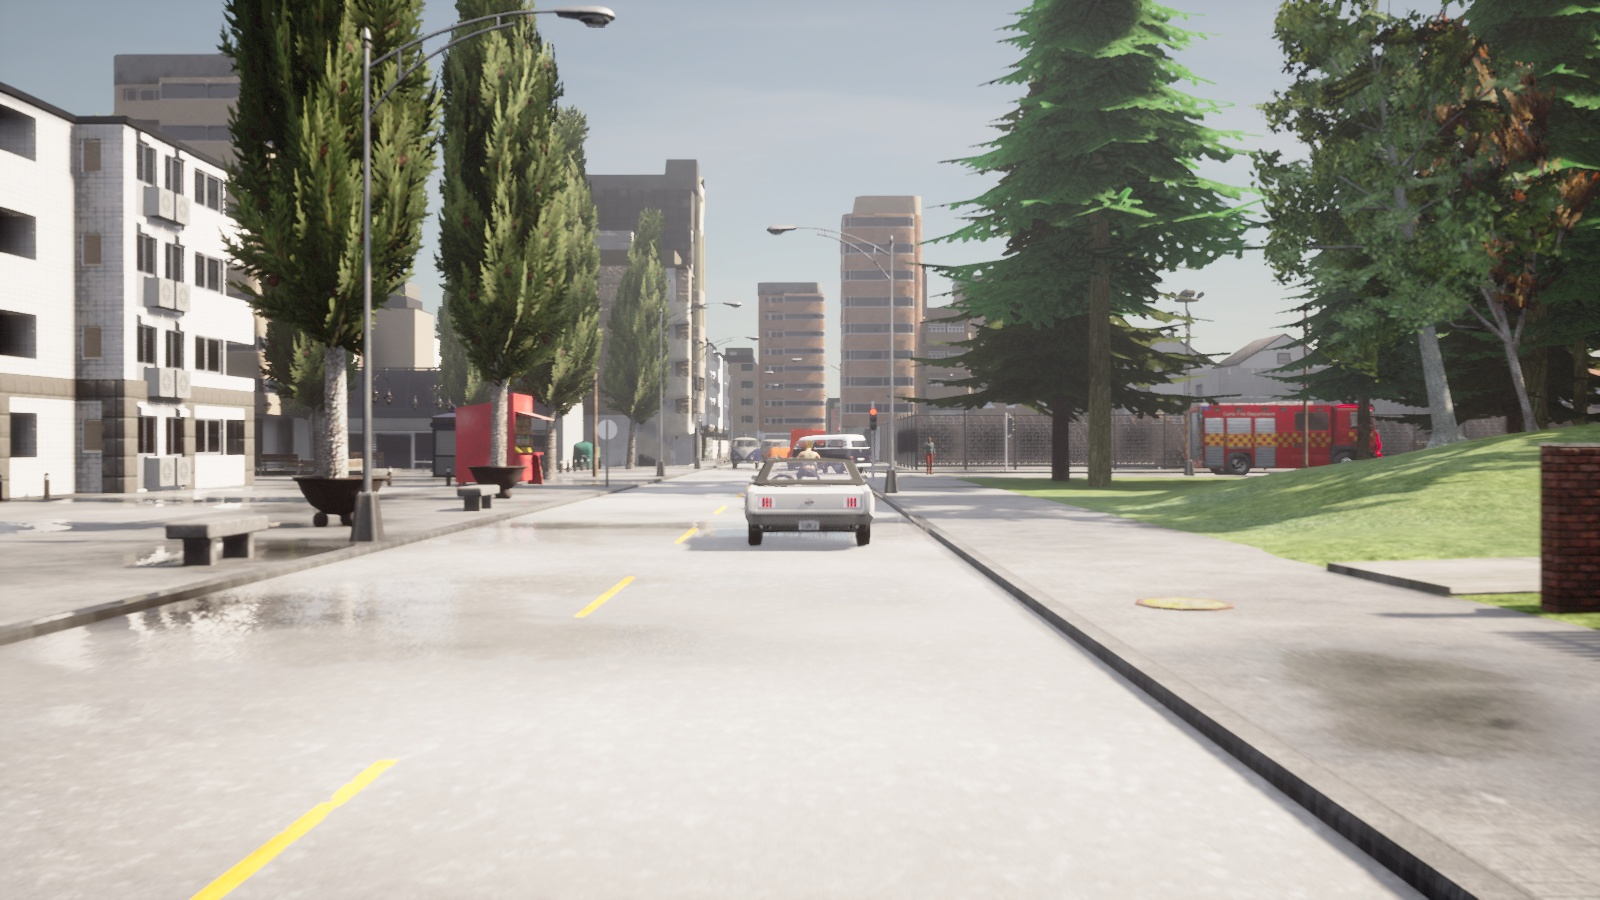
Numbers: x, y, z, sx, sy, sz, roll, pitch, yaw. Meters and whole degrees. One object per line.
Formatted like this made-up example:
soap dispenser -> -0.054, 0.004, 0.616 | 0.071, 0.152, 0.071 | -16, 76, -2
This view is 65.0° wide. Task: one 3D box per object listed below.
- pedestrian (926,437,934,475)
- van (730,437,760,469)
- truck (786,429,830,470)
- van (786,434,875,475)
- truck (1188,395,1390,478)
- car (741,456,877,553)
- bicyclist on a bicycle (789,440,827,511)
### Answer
pedestrian -> 6.293, 0.272, 60.922 | 0.353, 1.847, 0.614 | 0, 0, 1
van -> -3.542, 0.187, 81.678 | 1.775, 1.987, 4.442 | 0, 0, 0
truck -> 0.458, -0.036, 78.352 | 2.627, 2.467, 5.204 | 0, 0, -1
van -> 1.594, 0.218, 66.313 | 2.069, 2.038, 4.480 | -1, 1, -44
truck -> 23.071, -0.625, 59.554 | 8.468, 3.827, 2.891 | 0, 0, 0
car -> 0.143, 0.772, 19.899 | 1.895, 1.301, 4.718 | 0, 0, 0
bicyclist on a bicycle -> 0.197, 0.573, 29.172 | 0.866, 1.612, 1.509 | 0, 0, 1
